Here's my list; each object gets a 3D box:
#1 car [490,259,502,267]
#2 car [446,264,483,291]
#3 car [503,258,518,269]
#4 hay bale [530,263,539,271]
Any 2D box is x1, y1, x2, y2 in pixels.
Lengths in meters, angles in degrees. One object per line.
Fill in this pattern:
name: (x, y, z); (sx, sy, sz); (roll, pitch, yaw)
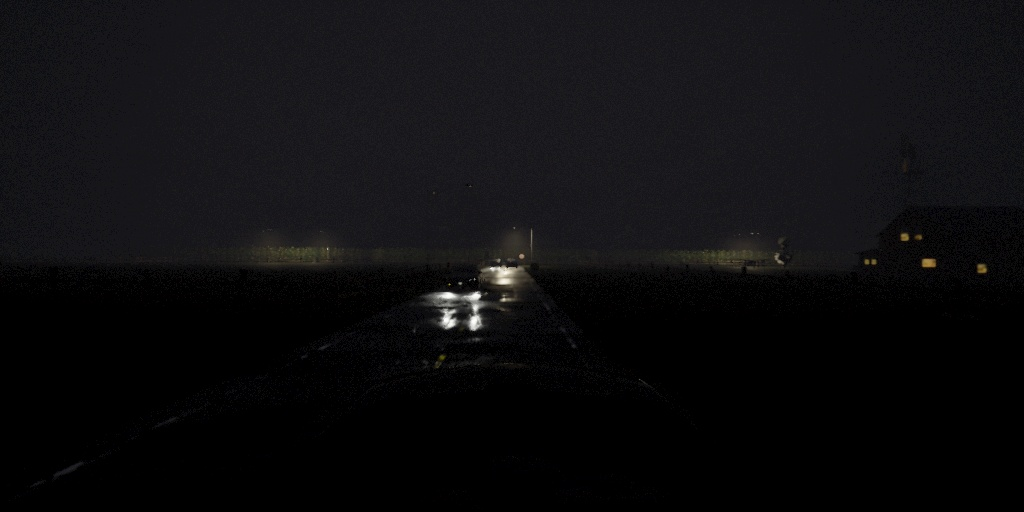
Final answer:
car: (-2.776, 1.237, 63.430); (2.128, 1.511, 4.902); (0, 0, 1)
car: (-2.848, 1.260, 22.131); (1.837, 1.490, 4.892); (0, 0, 0)
car: (0.004, 1.347, 58.286); (1.895, 1.301, 4.718); (0, 0, 0)
hay bale: (3.127, 1.406, 49.688); (1.220, 1.180, 1.240); (0, 0, 0)
